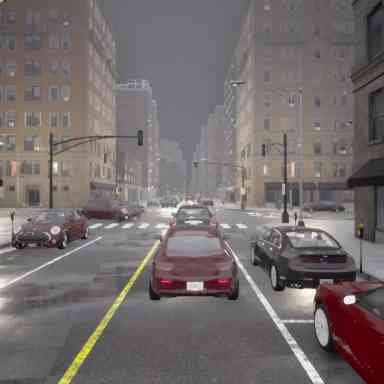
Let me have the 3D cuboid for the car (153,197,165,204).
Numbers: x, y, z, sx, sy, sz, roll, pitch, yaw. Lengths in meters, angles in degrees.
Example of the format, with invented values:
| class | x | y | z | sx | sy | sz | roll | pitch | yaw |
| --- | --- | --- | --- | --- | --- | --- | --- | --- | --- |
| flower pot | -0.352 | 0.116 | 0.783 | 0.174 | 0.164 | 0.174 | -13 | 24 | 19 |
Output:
| class | x | y | z | sx | sy | sz | roll | pitch | yaw |
| --- | --- | --- | --- | --- | --- | --- | --- | --- | --- |
| car | -6.210 | 1.614 | 63.610 | 1.887 | 1.381 | 4.507 | 0 | 0 | -1 |

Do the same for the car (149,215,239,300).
| class | x | y | z | sx | sy | sz | roll | pitch | yaw |
| --- | --- | --- | --- | --- | --- | --- | --- | --- | --- |
| car | 0.020 | 1.528 | 8.292 | 1.812 | 1.442 | 4.674 | 0 | 0 | -1 |

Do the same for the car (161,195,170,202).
| class | x | y | z | sx | sy | sz | roll | pitch | yaw |
| --- | --- | --- | --- | --- | --- | --- | --- | --- | --- |
| car | -6.398 | 1.559 | 80.133 | 1.967 | 1.590 | 4.097 | 0 | 0 | -1 |

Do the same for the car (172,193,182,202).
| class | x | y | z | sx | sy | sz | roll | pitch | yaw |
| --- | --- | --- | --- | --- | --- | --- | --- | --- | --- |
| car | -3.518 | 1.337 | 77.811 | 2.150 | 2.045 | 5.566 | 0 | 0 | -1 |

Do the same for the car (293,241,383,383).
| class | x | y | z | sx | sy | sz | roll | pitch | yaw |
| --- | --- | --- | --- | --- | --- | --- | --- | --- | --- |
| car | 2.669 | 1.545 | 3.270 | 1.887 | 1.381 | 4.507 | 0 | 0 | 0 |

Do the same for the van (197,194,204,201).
| class | x | y | z | sx | sy | sz | roll | pitch | yaw |
| --- | --- | --- | --- | --- | --- | --- | --- | --- | --- |
| van | 2.065 | 1.482 | 85.729 | 1.690 | 1.788 | 3.998 | 0 | 0 | -1 |

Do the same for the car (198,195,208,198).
| class | x | y | z | sx | sy | sz | roll | pitch | yaw |
| --- | --- | --- | --- | --- | --- | --- | --- | --- | --- |
| car | 2.440 | 1.590 | 52.687 | 1.887 | 1.381 | 4.507 | 0 | 0 | -1 |

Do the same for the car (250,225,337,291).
| class | x | y | z | sx | sy | sz | roll | pitch | yaw |
| --- | --- | --- | --- | --- | --- | --- | --- | --- | --- |
| car | 2.658 | 1.554 | 8.761 | 2.008 | 1.369 | 4.403 | 0 | 0 | 0 |

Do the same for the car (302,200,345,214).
| class | x | y | z | sx | sy | sz | roll | pitch | yaw |
| --- | --- | --- | --- | --- | --- | --- | --- | --- | --- |
| car | 14.640 | 1.648 | 37.173 | 4.674 | 1.442 | 1.812 | 0 | 0 | 1 |

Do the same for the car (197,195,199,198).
| class | x | y | z | sx | sy | sz | roll | pitch | yaw |
| --- | --- | --- | --- | --- | --- | --- | --- | --- | --- |
| car | 2.377 | 1.623 | 58.194 | 1.947 | 1.339 | 4.313 | 0 | 0 | -1 |

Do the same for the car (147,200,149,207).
| class | x | y | z | sx | sy | sz | roll | pitch | yaw |
| --- | --- | --- | --- | --- | --- | --- | --- | --- | --- |
| car | -6.721 | 1.466 | 30.302 | 4.902 | 1.511 | 2.128 | 0 | 0 | 0 |

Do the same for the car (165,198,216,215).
| class | x | y | z | sx | sy | sz | roll | pitch | yaw |
| --- | --- | --- | --- | --- | --- | --- | --- | --- | --- |
| car | 0.068 | 1.358 | 15.603 | 2.097 | 1.767 | 4.553 | 0 | 0 | 0 |

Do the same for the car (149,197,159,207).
| class | x | y | z | sx | sy | sz | roll | pitch | yaw |
| --- | --- | --- | --- | --- | --- | --- | --- | --- | --- |
| car | -6.085 | 1.596 | 52.594 | 2.008 | 1.369 | 4.403 | 0 | 0 | -1 |

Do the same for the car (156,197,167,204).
| class | x | y | z | sx | sy | sz | roll | pitch | yaw |
| --- | --- | --- | --- | --- | --- | --- | --- | --- | --- |
| car | -6.273 | 1.666 | 69.117 | 1.802 | 1.307 | 4.206 | 0 | 0 | -1 |

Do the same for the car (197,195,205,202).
| class | x | y | z | sx | sy | sz | roll | pitch | yaw |
| --- | --- | --- | --- | --- | --- | --- | --- | --- | --- |
| car | 2.127 | 1.560 | 80.221 | 1.967 | 1.590 | 4.097 | 0 | 0 | -1 |

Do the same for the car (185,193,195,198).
| class | x | y | z | sx | sy | sz | roll | pitch | yaw |
| --- | --- | --- | --- | --- | --- | --- | --- | --- | --- |
| car | -0.535 | 1.342 | 79.415 | 2.150 | 2.045 | 5.566 | 0 | 0 | -1 |

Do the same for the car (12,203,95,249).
| class | x | y | z | sx | sy | sz | roll | pitch | yaw |
| --- | --- | --- | --- | --- | --- | --- | --- | --- | --- |
| car | -5.877 | 1.445 | 14.233 | 1.967 | 1.590 | 4.097 | 0 | 0 | 0 |

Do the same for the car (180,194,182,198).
| class | x | y | z | sx | sy | sz | roll | pitch | yaw |
| --- | --- | --- | --- | --- | --- | --- | --- | --- | --- |
| car | -3.420 | 1.605 | 67.280 | 1.812 | 1.442 | 4.674 | 0 | 0 | 0 |

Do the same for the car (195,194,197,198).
| class | x | y | z | sx | sy | sz | roll | pitch | yaw |
| --- | --- | --- | --- | --- | --- | --- | --- | --- | --- |
| car | 2.253 | 1.400 | 69.208 | 2.192 | 1.841 | 5.009 | 0 | 0 | -1 |

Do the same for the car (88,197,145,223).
| class | x | y | z | sx | sy | sz | roll | pitch | yaw |
| --- | --- | --- | --- | --- | --- | --- | --- | --- | --- |
| car | -6.049 | 1.299 | 24.876 | 4.553 | 1.767 | 2.097 | 1 | 1 | 27 |

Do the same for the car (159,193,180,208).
| class | x | y | z | sx | sy | sz | roll | pitch | yaw |
| --- | --- | --- | --- | --- | --- | --- | --- | --- | --- |
| car | -3.263 | 1.391 | 48.479 | 2.097 | 1.767 | 4.553 | 0 | 0 | -1 |

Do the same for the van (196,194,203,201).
| class | x | y | z | sx | sy | sz | roll | pitch | yaw |
| --- | --- | --- | --- | --- | --- | --- | --- | --- | --- |
| van | 2.002 | 1.504 | 91.236 | 1.690 | 1.788 | 3.998 | 0 | 0 | -1 |

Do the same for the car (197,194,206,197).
| class | x | y | z | sx | sy | sz | roll | pitch | yaw |
| --- | --- | --- | --- | --- | --- | --- | --- | --- | --- |
| car | 2.313 | 1.595 | 63.871 | 1.752 | 1.417 | 4.829 | 0 | 0 | -1 |

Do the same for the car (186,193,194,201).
| class | x | y | z | sx | sy | sz | roll | pitch | yaw |
| --- | --- | --- | --- | --- | --- | --- | --- | --- | --- |
| car | -0.657 | 1.384 | 90.133 | 2.150 | 2.045 | 5.566 | 0 | 0 | -1 |

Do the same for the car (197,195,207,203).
| class | x | y | z | sx | sy | sz | roll | pitch | yaw |
| --- | --- | --- | --- | --- | --- | --- | --- | --- | --- |
| car | 2.189 | 1.541 | 74.715 | 1.967 | 1.590 | 4.097 | 0 | 0 | -1 |
